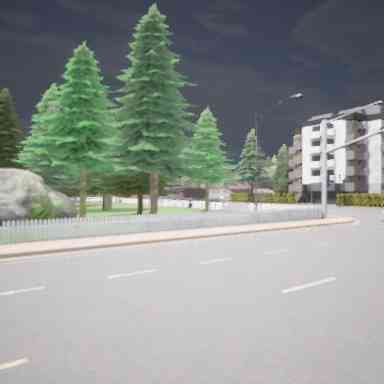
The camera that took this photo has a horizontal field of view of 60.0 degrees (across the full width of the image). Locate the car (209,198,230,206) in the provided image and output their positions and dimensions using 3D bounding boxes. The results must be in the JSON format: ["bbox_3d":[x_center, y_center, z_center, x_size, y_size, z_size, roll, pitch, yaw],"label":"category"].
[{"bbox_3d":[3.970,1.603,53.047,1.895,1.301,4.718,0,0,-34],"label":"car"}]

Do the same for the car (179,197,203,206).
[{"bbox_3d":[-0.192,1.550,52.984,2.033,1.411,5.357,0,0,-34],"label":"car"}]
